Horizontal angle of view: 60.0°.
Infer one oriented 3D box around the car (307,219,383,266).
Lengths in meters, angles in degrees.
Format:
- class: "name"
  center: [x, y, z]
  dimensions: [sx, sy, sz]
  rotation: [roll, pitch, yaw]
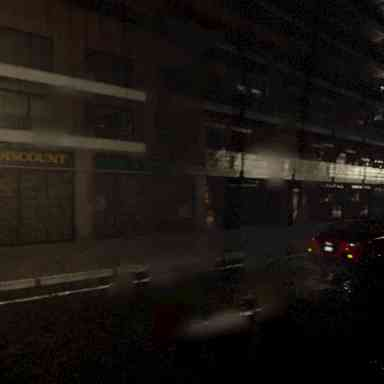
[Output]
- class: "car"
  center: [6.132, 1.732, 12.269]
  dimensions: [4.181, 1.385, 1.994]
  rotation: [1, -1, -37]
